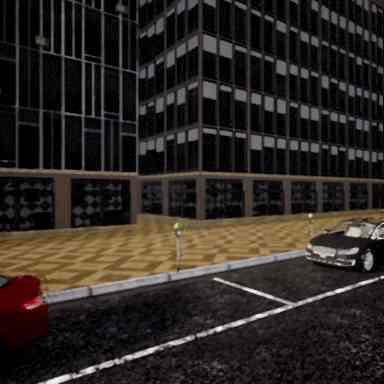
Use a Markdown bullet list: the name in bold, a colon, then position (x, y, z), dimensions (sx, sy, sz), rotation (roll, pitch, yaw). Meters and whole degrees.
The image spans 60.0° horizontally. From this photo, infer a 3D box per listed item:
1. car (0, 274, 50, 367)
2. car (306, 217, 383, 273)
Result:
- **car**: position (-3.892, 1.588, 3.779), dimensions (4.206, 1.307, 1.802), rotation (0, 0, -35)
- **car**: position (5.376, 1.502, 10.391), dimensions (4.403, 1.369, 2.008), rotation (0, 0, -36)
